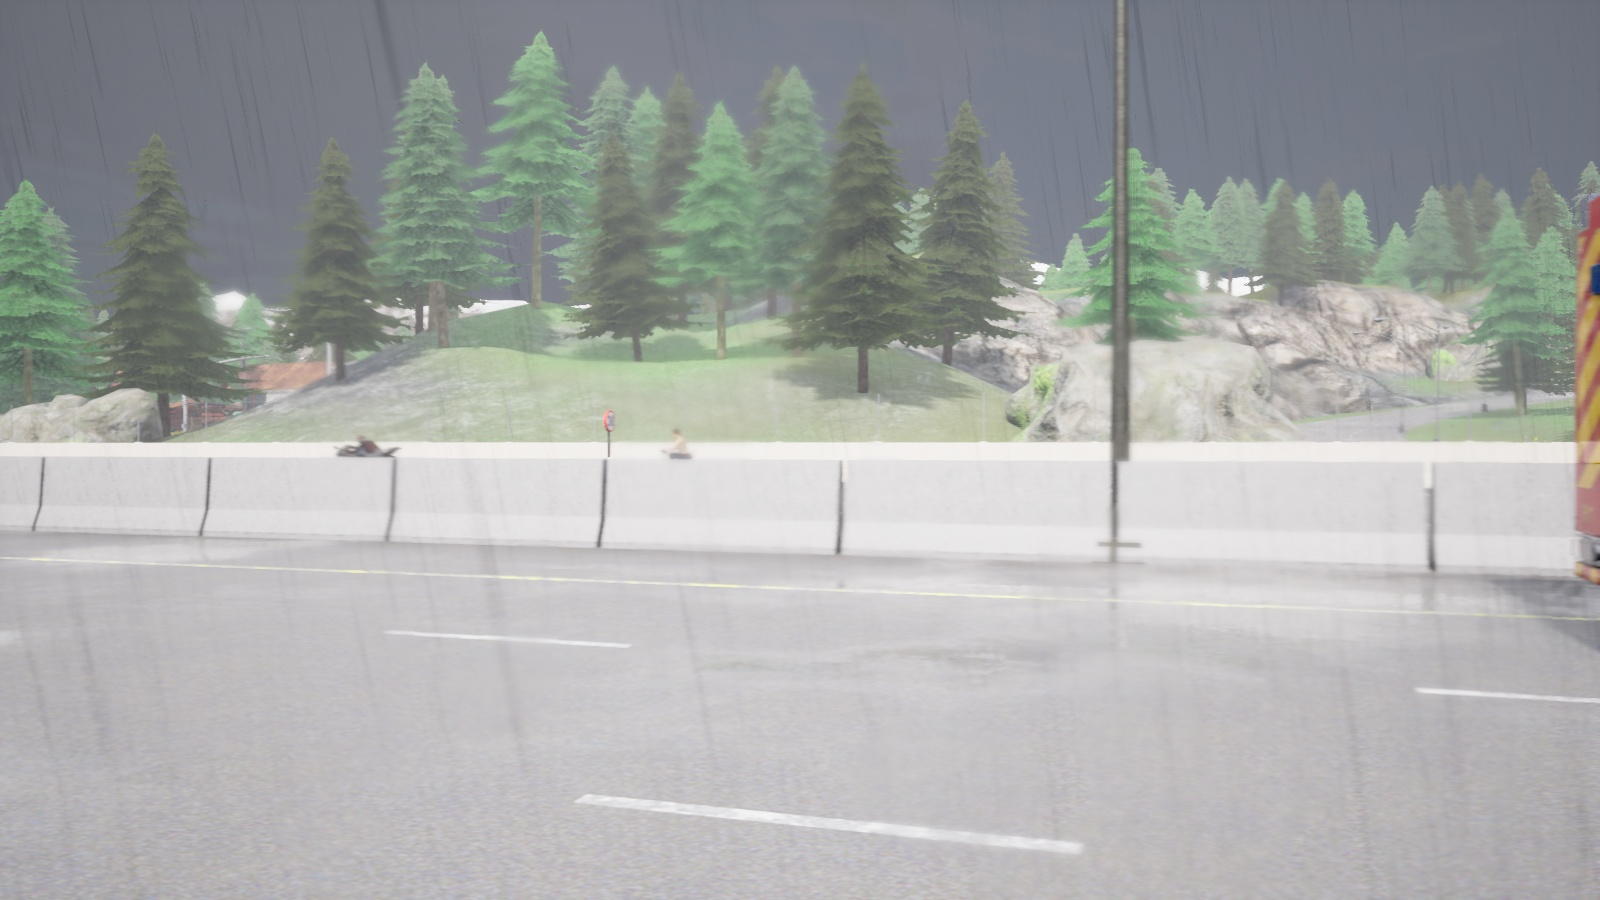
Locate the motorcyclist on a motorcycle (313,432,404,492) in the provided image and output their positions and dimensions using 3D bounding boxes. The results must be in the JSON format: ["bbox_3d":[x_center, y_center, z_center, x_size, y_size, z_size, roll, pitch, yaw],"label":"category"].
[{"bbox_3d":[-11.580,0.290,32.937,2.191,1.530,0.866,0,1,19],"label":"motorcyclist on a motorcycle"}]
